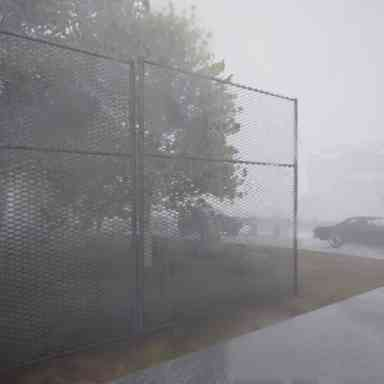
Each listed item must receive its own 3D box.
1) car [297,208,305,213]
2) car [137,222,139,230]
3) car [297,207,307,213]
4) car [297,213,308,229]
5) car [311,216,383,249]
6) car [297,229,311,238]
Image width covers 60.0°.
[{"bbox_3d":[23.254,5.319,78.894,5.008,1.535,2.097,1,0,36],"label":"car"},{"bbox_3d":[-7.043,3.458,35.607,1.895,1.301,4.718,-1,-4,-34],"label":"car"},{"bbox_3d":[28.196,5.309,82.331,4.553,1.767,2.185,1,0,35],"label":"car"},{"bbox_3d":[14.352,4.368,46.540,2.185,1.767,4.553,0,0,36],"label":"car"},{"bbox_3d":[7.587,1.681,13.598,1.895,1.301,4.718,-1,-2,-33],"label":"car"},{"bbox_3d":[7.975,4.430,25.532,2.435,2.045,5.566,0,1,36],"label":"car"}]
